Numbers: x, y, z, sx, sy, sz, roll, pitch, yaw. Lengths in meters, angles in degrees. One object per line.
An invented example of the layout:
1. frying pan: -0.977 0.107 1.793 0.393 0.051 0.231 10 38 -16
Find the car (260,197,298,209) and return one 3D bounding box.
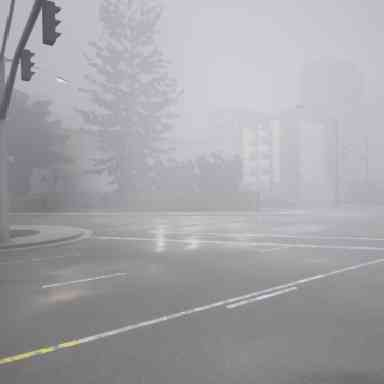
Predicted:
1. car: 9.547 1.193 37.665 1.895 1.301 4.718 -1 1 -35
